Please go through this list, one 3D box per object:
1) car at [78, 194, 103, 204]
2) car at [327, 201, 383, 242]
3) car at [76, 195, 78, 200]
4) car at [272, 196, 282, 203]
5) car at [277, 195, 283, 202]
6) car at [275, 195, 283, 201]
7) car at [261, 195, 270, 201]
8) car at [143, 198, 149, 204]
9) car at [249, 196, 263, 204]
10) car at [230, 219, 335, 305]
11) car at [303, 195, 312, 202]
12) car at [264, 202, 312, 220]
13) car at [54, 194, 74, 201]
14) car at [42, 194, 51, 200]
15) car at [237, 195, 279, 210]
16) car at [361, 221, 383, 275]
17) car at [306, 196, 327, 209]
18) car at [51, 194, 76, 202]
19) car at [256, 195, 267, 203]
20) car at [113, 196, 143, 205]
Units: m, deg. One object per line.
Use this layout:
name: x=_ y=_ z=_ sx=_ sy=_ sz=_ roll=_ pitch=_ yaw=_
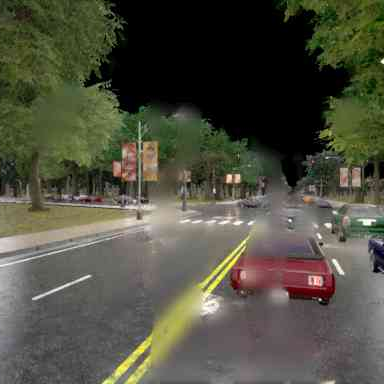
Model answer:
car: x=-18.369 y=1.423 z=60.932 sx=4.718 sy=1.301 sz=1.895 roll=0 pitch=0 yaw=41
car: x=8.069 y=1.352 z=16.199 sx=2.097 sy=1.767 sz=4.553 roll=0 pitch=0 yaw=17
car: x=-25.437 y=1.280 z=75.461 sx=4.674 sy=1.442 sz=1.812 roll=0 pitch=0 yaw=40
car: x=18.513 y=1.604 z=72.390 sx=1.895 sy=1.301 sz=4.718 roll=0 pitch=0 yaw=17
car: x=15.442 y=1.554 z=62.587 sx=2.033 sy=1.411 sz=5.357 roll=0 pitch=0 yaw=18
car: x=21.572 y=1.489 z=82.299 sx=1.882 sy=1.535 sz=5.008 roll=0 pitch=0 yaw=17
car: x=18.350 y=1.535 z=82.881 sx=1.812 sy=1.442 sz=4.674 roll=0 pitch=0 yaw=17
car: x=-9.701 y=1.463 z=58.070 sx=4.718 sy=1.301 sz=1.895 roll=0 pitch=0 yaw=40
car: x=12.368 y=1.554 z=63.631 sx=2.033 sy=1.411 sz=5.357 roll=0 pitch=0 yaw=18
car: x=2.255 y=1.601 z=8.207 sx=1.895 sy=1.301 sz=4.718 roll=0 pitch=0 yaw=17
car: x=25.525 y=1.364 z=73.068 sx=2.097 sy=1.767 sz=4.553 roll=0 pitch=0 yaw=17
car: x=4.935 y=1.505 z=17.070 sx=1.837 sy=1.490 sz=4.892 roll=0 pitch=0 yaw=17
car: x=-28.430 y=1.230 z=73.734 sx=5.008 sy=1.535 sz=1.882 roll=0 pitch=0 yaw=40
car: x=-37.048 y=1.226 z=85.253 sx=4.674 sy=1.442 sz=1.812 roll=0 pitch=0 yaw=40
car: x=8.149 y=1.472 z=43.015 sx=4.902 sy=1.511 sz=2.128 roll=0 pitch=0 yaw=40
car: x=5.463 y=1.601 z=7.596 sx=1.895 sy=1.301 sz=4.718 roll=0 pitch=0 yaw=17
car: x=17.251 y=1.567 z=44.849 sx=1.994 sy=1.385 sz=4.181 roll=0 pitch=0 yaw=4
car: x=-26.114 y=1.300 z=67.529 sx=4.674 sy=1.442 sz=1.812 roll=0 pitch=0 yaw=40
car: x=15.321 y=1.486 z=73.072 sx=1.882 sy=1.535 sz=5.008 roll=0 pitch=0 yaw=17
car: x=-10.938 y=1.361 z=54.653 sx=4.902 sy=1.511 sz=2.128 roll=0 pitch=0 yaw=41
